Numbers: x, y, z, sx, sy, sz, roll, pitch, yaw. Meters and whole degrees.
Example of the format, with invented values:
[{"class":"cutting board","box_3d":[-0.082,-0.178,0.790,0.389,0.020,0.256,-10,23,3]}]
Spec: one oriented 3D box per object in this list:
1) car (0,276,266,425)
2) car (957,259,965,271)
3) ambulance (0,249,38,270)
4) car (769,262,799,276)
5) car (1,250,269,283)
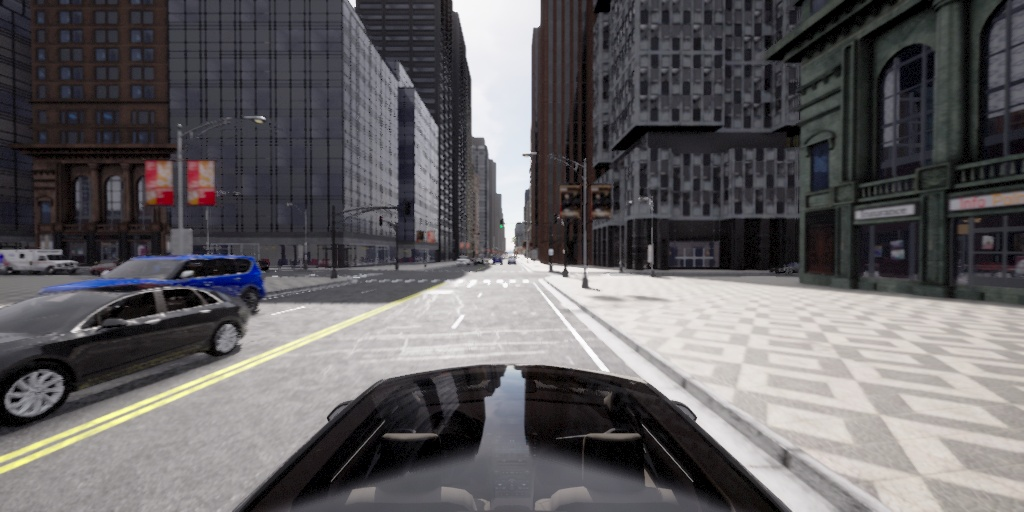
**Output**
[{"class":"car","box_3d":[-6.599,1.253,5.774,1.837,1.490,4.892,0,0,0]},{"class":"car","box_3d":[47.350,1.072,39.119,4.902,1.511,2.128,0,1,0]},{"class":"ambulance","box_3d":[-47.382,0.565,35.865,6.366,2.431,2.351,0,1,0]},{"class":"car","box_3d":[31.239,1.395,39.117,5.357,1.411,2.033,0,1,0]},{"class":"car","box_3d":[-9.847,0.967,10.484,2.150,2.045,5.566,0,0,0]}]
